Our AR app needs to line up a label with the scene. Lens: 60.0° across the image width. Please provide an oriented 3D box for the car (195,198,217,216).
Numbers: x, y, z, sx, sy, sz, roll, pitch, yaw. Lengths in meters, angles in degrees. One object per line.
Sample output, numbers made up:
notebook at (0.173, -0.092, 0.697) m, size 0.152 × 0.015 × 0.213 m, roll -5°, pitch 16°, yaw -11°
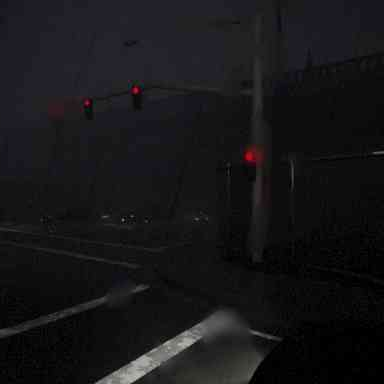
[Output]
car at (2.471, 1.603, 34.046) m, size 2.033 × 1.411 × 5.357 m, roll 0°, pitch 0°, yaw 35°

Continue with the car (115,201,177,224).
car at (-3.366, 1.603, 25.837) m, size 2.033 × 1.411 × 5.357 m, roll 0°, pitch 0°, yaw 35°

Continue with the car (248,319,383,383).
car at (2.971, 1.547, 1.848) m, size 5.357 × 1.411 × 2.033 m, roll 0°, pitch 0°, yaw 36°

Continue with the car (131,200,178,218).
car at (-3.478, 1.581, 31.711) m, size 1.812 × 1.442 × 4.674 m, roll 0°, pitch 0°, yaw 36°

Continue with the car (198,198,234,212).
car at (3.030, 1.548, 40.868) m, size 2.128 × 1.511 × 4.902 m, roll 0°, pitch 0°, yaw 36°

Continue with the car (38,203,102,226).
car at (-8.769, 1.581, 24.312) m, size 1.812 × 1.442 × 4.674 m, roll 0°, pitch 0°, yaw 37°
